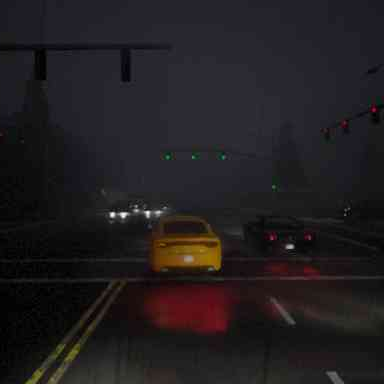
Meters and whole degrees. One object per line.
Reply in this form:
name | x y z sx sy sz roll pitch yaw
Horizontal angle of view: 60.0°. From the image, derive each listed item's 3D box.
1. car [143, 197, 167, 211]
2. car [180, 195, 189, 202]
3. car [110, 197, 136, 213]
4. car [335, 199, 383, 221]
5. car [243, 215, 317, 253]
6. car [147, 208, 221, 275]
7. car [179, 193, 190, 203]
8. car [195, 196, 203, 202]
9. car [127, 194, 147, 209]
car | -4.618 1.611 41.568 1.994 1.385 4.181 0 0 -1
car | -1.857 1.613 79.561 2.128 1.511 4.902 0 0 -1
car | -8.045 1.608 38.270 1.994 1.385 4.181 0 0 -1
car | 14.202 1.379 27.310 4.553 1.767 2.097 0 0 -2
car | 3.354 1.615 13.779 1.895 1.301 4.718 0 0 -1
car | -0.380 1.489 10.624 1.882 1.535 5.008 0 0 -7
car | -1.627 1.301 69.186 2.150 2.045 5.566 0 0 -1
car | 1.635 1.683 80.009 1.895 1.301 4.718 0 0 -1
car | -8.241 1.276 47.591 2.150 2.045 5.566 0 0 -1
